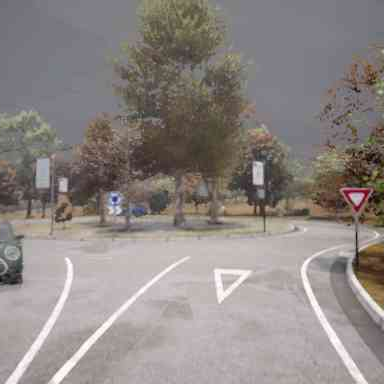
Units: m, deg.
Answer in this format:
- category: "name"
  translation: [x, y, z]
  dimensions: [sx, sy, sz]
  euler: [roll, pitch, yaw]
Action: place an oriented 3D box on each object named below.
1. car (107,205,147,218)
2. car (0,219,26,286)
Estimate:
- category: "car"
  translation: [-9.361, 2.690, 48.143]
  dimensions: [5.566, 2.045, 2.150]
  euler: [1, -3, -17]
- category: "car"
  translation: [-6.093, 1.592, 9.720]
  dimensions: [2.097, 1.767, 4.553]
  euler: [1, -2, -27]
